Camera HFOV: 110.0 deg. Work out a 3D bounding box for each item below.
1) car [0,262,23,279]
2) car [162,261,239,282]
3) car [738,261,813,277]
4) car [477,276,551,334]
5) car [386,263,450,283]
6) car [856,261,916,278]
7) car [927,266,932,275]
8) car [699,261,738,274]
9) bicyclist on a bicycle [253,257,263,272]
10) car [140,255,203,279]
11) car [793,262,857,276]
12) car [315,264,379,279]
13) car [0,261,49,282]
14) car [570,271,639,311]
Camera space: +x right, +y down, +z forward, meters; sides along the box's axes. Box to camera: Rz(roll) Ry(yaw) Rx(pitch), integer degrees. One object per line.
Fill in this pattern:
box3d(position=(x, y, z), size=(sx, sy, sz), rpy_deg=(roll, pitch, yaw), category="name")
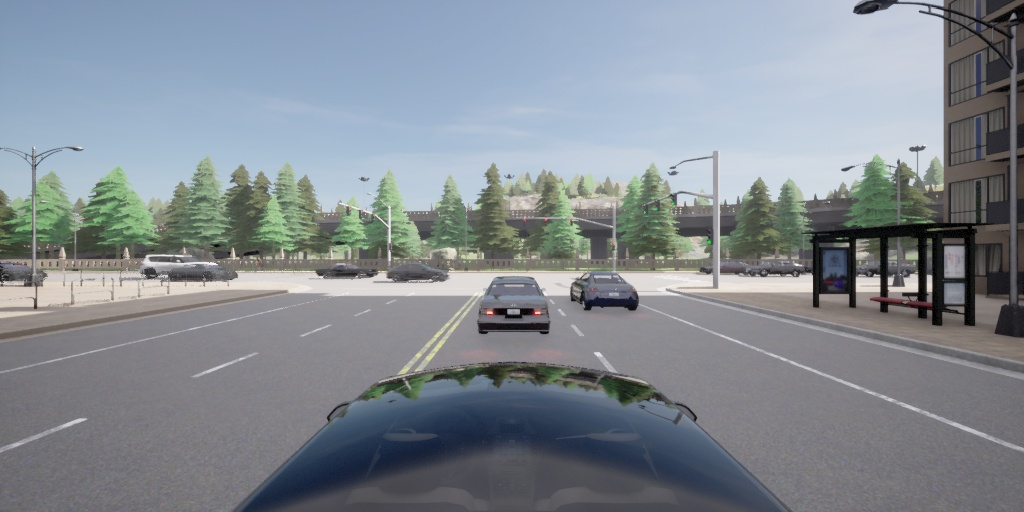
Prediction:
box3d(position=(-44.614, 1.259, 30.038), size=(4.181, 1.385, 1.994), rpy_deg=(0, 0, -8), category="car")
box3d(position=(-23.179, 1.258, 27.046), size=(4.181, 1.385, 1.994), rpy_deg=(0, 0, 1), category="car")
box3d(position=(24.528, 1.186, 33.550), size=(4.902, 1.511, 2.128), rpy_deg=(0, 0, 2), category="car")
box3d(position=(0.060, 1.297, 10.545), size=(2.033, 1.411, 5.357), rpy_deg=(0, 0, 1), category="car")
box3d(position=(-6.977, 1.258, 26.853), size=(4.674, 1.442, 1.812), rpy_deg=(0, 0, 1), category="car")
box3d(position=(33.866, 1.186, 33.006), size=(4.902, 1.511, 2.128), rpy_deg=(0, 0, 6), category="car")
box3d(position=(42.920, 1.220, 34.573), size=(4.674, 1.442, 1.812), rpy_deg=(0, 0, 20), category="car")
box3d(position=(22.412, 1.242, 37.131), size=(5.357, 1.411, 2.033), rpy_deg=(0, 0, 1), category="car")
box3d(position=(-29.460, 0.995, 41.648), size=(0.582, 1.620, 1.656), rpy_deg=(0, 0, 1), category="bicyclist on a bicycle")
box3d(position=(-28.286, 0.912, 30.627), size=(5.566, 2.045, 2.150), rpy_deg=(1, 0, 1), category="car")
box3d(position=(31.991, 1.295, 36.729), size=(4.718, 1.301, 1.895), rpy_deg=(0, 0, 4), category="car")
box3d(position=(-13.897, 1.296, 30.453), size=(4.718, 1.301, 1.895), rpy_deg=(0, 0, 1), category="car")
box3d(position=(-38.038, 1.259, 27.031), size=(4.181, 1.385, 1.994), rpy_deg=(0, 0, -2), category="car")
box3d(position=(3.580, 1.314, 14.556), size=(1.994, 1.385, 4.181), rpy_deg=(0, 0, 0), category="car")
